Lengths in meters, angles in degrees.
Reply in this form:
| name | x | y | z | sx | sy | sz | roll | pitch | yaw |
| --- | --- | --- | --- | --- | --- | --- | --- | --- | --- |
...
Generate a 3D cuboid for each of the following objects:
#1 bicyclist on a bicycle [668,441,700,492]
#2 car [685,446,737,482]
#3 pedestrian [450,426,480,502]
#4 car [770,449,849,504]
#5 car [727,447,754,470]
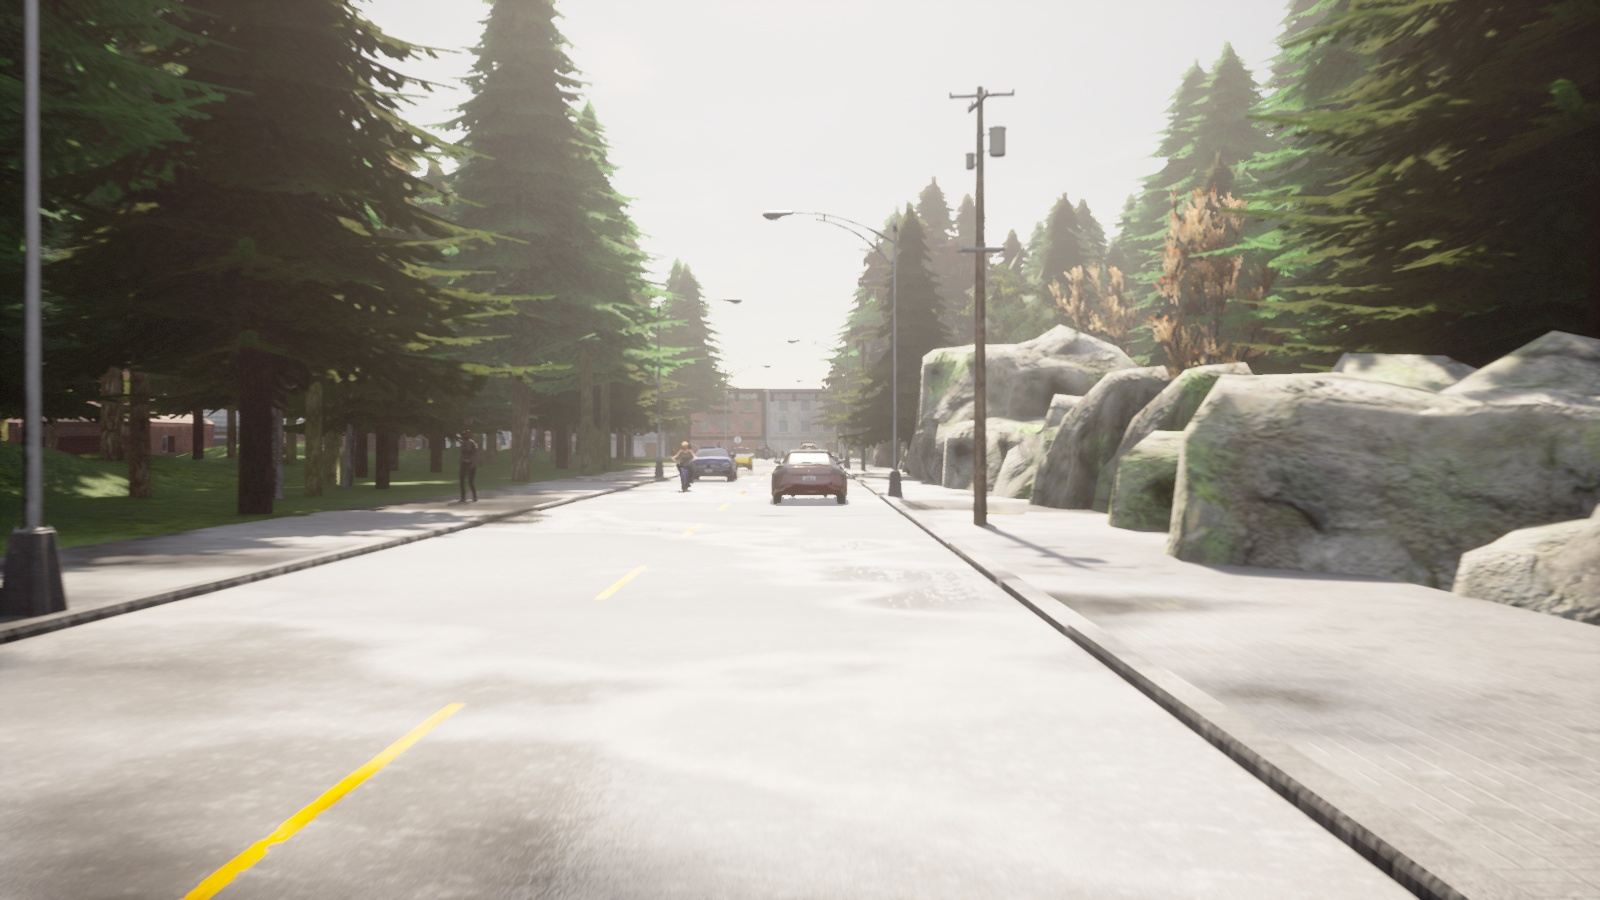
| name | x | y | z | sx | sy | sz | roll | pitch | yaw |
| --- | --- | --- | --- | --- | --- | --- | --- | --- | --- |
| bicyclist on a bicycle | -3.706 | 0.511 | 40.129 | 0.866 | 1.612 | 1.509 | 0 | 0 | 1 |
| car | -3.629 | 0.550 | 51.990 | 1.812 | 1.442 | 4.674 | 0 | 0 | 0 |
| pedestrian | -8.063 | 0.322 | 30.261 | 0.328 | 1.805 | 0.869 | 0 | 0 | 12 |
| car | 0.247 | 0.668 | 33.924 | 1.994 | 1.385 | 4.181 | 0 | 0 | 0 |
| car | -3.476 | 0.487 | 74.013 | 1.481 | 1.376 | 2.207 | 0 | 0 | 0 |
